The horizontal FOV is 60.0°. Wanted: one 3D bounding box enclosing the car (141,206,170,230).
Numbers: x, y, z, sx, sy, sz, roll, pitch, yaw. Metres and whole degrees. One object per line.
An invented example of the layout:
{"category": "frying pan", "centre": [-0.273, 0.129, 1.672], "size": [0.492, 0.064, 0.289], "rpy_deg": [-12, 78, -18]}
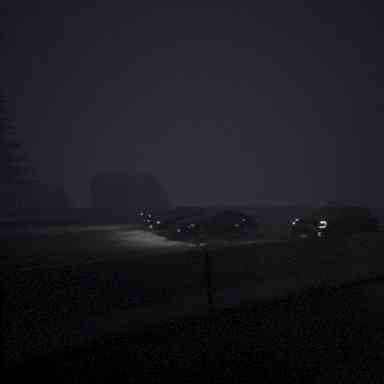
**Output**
{"category": "car", "centre": [-0.057, 1.612, 20.441], "size": [5.357, 1.411, 2.033], "rpy_deg": [1, 0, -31]}

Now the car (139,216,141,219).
{"category": "car", "centre": [-1.323, 1.664, 23.746], "size": [4.718, 1.301, 1.895], "rpy_deg": [1, 0, -31]}

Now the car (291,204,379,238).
{"category": "car", "centre": [7.082, 1.468, 16.459], "size": [4.553, 1.767, 2.097], "rpy_deg": [1, 0, -29]}

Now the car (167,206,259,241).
{"category": "car", "centre": [1.360, 1.592, 17.179], "size": [4.674, 1.442, 1.812], "rpy_deg": [1, 0, -31]}
